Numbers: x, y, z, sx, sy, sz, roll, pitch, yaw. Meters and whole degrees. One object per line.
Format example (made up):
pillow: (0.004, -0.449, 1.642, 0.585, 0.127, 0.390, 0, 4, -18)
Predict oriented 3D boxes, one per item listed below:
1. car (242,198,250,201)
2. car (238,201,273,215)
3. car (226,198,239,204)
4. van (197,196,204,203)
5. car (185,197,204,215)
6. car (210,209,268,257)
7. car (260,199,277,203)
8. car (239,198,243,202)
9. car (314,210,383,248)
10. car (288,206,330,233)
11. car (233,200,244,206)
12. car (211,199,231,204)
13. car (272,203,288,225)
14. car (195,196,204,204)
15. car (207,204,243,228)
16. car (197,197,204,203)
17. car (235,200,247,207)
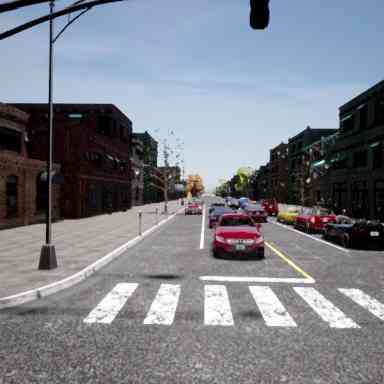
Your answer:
car: (9.029, 1.979, 49.191, 1.967, 1.590, 4.097, 0, -1, 2)
car: (5.702, 1.875, 30.707, 2.033, 1.411, 5.357, 1, 0, 3)
car: (6.689, 2.155, 55.424, 1.895, 1.301, 4.718, 1, 0, 2)
van: (2.219, 2.101, 88.334, 1.690, 1.788, 3.998, 0, -1, 2)
car: (0.210, 1.744, 38.440, 1.967, 1.590, 4.097, 0, -1, 2)
car: (1.778, 1.644, 13.632, 1.812, 1.442, 4.674, 1, 0, 3)
car: (8.583, 1.753, 38.105, 2.192, 1.841, 5.009, 0, -1, 2)
car: (9.251, 2.172, 54.734, 1.802, 1.307, 4.206, 0, -1, 2)
car: (7.689, 1.800, 15.928, 1.947, 1.339, 4.313, 0, -1, 2)
car: (7.913, 1.725, 21.473, 1.967, 1.590, 4.097, 0, -1, 2)
car: (9.920, 2.324, 71.364, 1.802, 1.307, 4.206, 0, -1, 2)
car: (2.628, 1.809, 33.884, 1.837, 1.490, 4.892, 1, 0, 2)
car: (8.142, 1.863, 27.186, 1.752, 1.417, 4.829, 0, -1, 2)
car: (1.996, 2.024, 82.790, 2.192, 1.841, 5.009, 0, -1, 2)
car: (2.209, 1.774, 23.576, 1.994, 1.385, 4.181, 1, 0, 2)
car: (2.442, 2.250, 93.877, 1.967, 1.590, 4.097, 0, -1, 2)
car: (9.698, 2.236, 65.821, 1.887, 1.381, 4.507, 0, -1, 2)
